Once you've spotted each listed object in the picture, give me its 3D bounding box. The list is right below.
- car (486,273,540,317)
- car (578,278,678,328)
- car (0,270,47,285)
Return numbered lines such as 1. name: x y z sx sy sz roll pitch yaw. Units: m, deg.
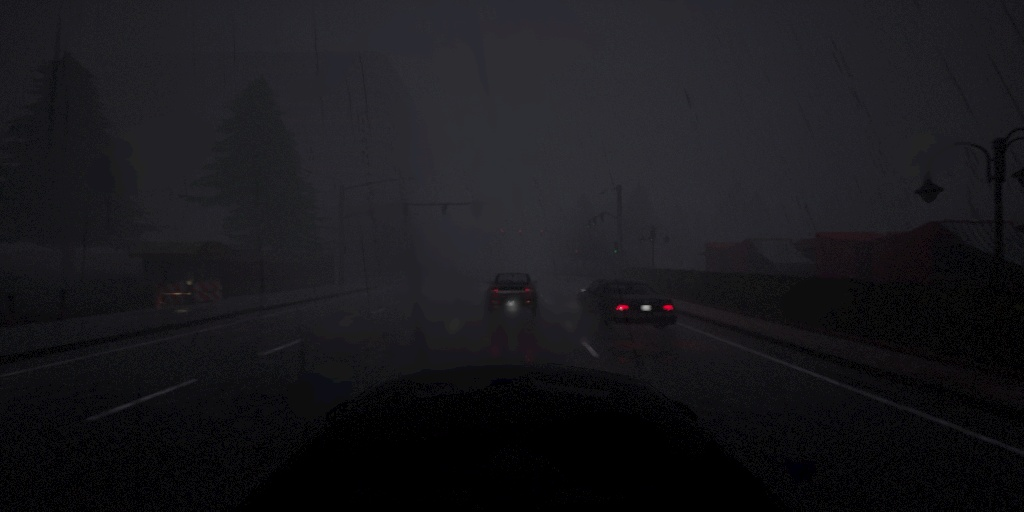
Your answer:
1. car: 0.042 1.409 14.066 2.128 1.511 4.902 0 -1 1
2. car: 3.520 1.436 11.886 2.033 1.411 5.357 0 -1 0
3. car: -48.470 1.737 34.369 4.902 1.511 2.128 0 -1 1
